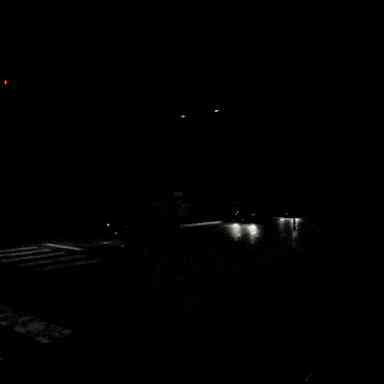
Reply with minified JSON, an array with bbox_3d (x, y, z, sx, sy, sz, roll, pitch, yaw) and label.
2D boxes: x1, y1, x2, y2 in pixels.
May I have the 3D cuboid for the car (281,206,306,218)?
[{"bbox_3d":[12.527,2.374,40.892,1.837,1.490,4.892,0,-1,36],"label":"car"}]

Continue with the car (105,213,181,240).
[{"bbox_3d":[-2.746,1.923,19.457,1.895,1.301,4.718,0,-1,35],"label":"car"}]

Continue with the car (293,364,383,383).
[{"bbox_3d":[2.391,1.551,1.247,4.403,1.369,2.008,0,0,36],"label":"car"}]

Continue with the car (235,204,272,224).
[{"bbox_3d":[5.877,1.980,31.579,2.097,1.767,4.553,0,-1,35],"label":"car"}]
